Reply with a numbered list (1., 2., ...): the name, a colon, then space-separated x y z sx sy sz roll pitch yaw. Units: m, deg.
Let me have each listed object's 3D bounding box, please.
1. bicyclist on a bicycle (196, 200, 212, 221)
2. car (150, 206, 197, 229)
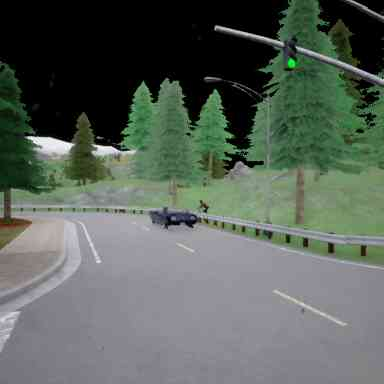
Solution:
1. bicyclist on a bicycle: 0.840 1.432 25.529 1.656 1.620 0.582 -1 2 -20
2. car: -1.358 1.581 21.570 1.895 1.301 4.718 0 0 -21
